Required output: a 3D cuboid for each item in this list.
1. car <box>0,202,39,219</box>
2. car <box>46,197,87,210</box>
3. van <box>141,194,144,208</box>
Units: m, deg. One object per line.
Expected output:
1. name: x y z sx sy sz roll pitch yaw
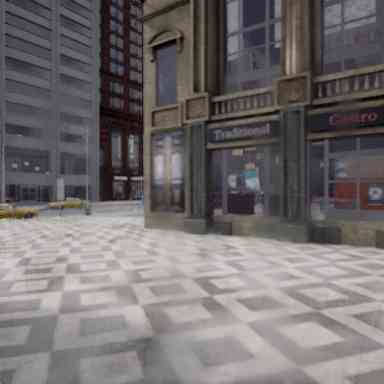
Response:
1. car: -13.973 1.452 24.761 1.752 1.417 4.829 1 1 36
2. car: -14.456 1.291 38.663 1.752 1.417 4.829 1 2 36
3. van: -4.121 0.992 38.415 1.690 1.788 3.998 1 1 36
